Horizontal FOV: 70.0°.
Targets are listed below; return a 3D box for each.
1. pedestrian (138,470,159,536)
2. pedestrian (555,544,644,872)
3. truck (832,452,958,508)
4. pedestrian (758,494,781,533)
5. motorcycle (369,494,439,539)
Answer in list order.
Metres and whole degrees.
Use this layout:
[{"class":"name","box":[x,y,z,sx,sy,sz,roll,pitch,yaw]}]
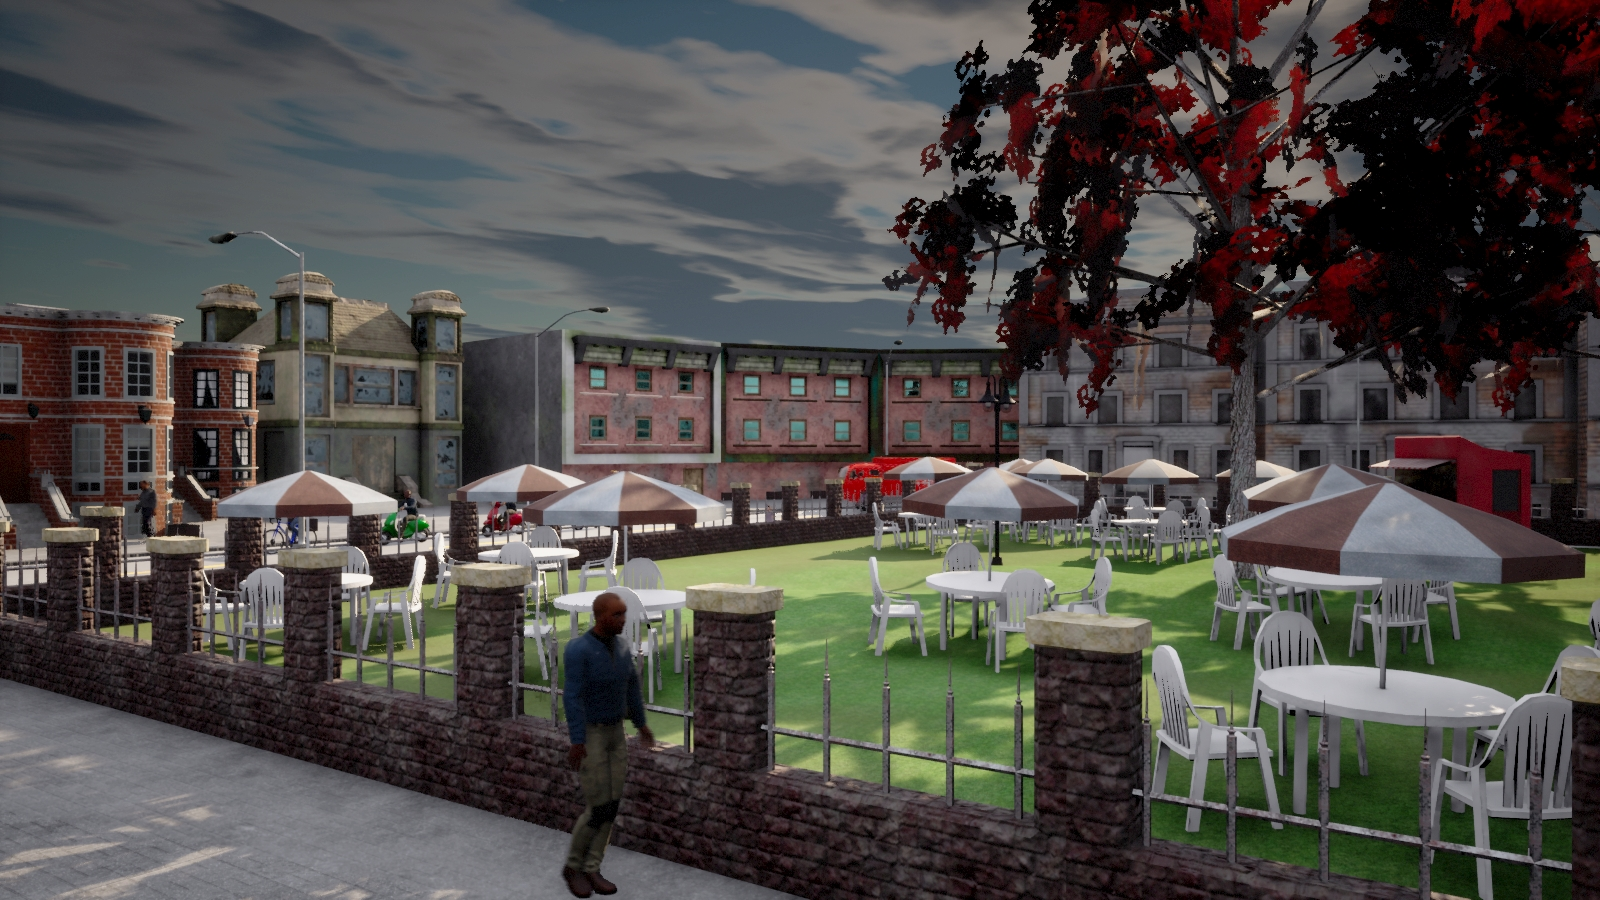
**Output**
[{"class":"pedestrian","box":[-18.611,1.512,32.629,0.375,1.860,0.375,0,0,26]},{"class":"pedestrian","box":[-1.211,1.522,6.901,0.375,1.860,0.375,0,0,34]},{"class":"truck","box":[4.308,1.337,52.163,5.204,2.467,2.627,0,-1,-11]},{"class":"pedestrian","box":[-0.907,1.895,34.199,0.500,1.100,0.500,0,0,33]},{"class":"motorcycle","box":[-11.759,1.950,33.969,0.856,1.236,1.805,0,0,35]}]
